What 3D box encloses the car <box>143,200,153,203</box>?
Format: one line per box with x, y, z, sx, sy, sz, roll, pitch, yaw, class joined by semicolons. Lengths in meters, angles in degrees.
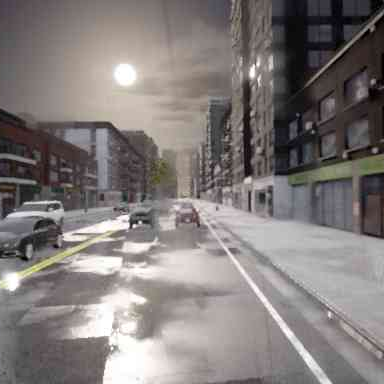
-7.407;2.138;56.192;2.097;1.767;4.553;-1;-1;-1;car

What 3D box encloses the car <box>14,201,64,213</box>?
-10.156;1.622;22.041;2.150;2.045;5.566;-1;-1;-4;car

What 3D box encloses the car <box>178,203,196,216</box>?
-0.564;2.057;40.223;2.033;1.411;5.357;-1;-1;-1;car

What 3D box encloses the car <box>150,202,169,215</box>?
-3.819;2.155;40.793;1.895;1.301;4.718;-1;-1;-1;car

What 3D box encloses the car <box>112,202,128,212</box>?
-10.596;2.252;49.899;1.837;1.490;4.892;-1;-1;-1;car

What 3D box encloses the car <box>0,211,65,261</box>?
-6.776;1.759;13.475;1.837;1.490;4.892;-1;-1;-1;car

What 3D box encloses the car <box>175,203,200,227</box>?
-0.325;1.858;25.839;1.812;1.442;4.674;-1;-1;0;car

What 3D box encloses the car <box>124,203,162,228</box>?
-3.564;1.866;25.139;1.837;1.490;4.892;-1;-1;0;car
